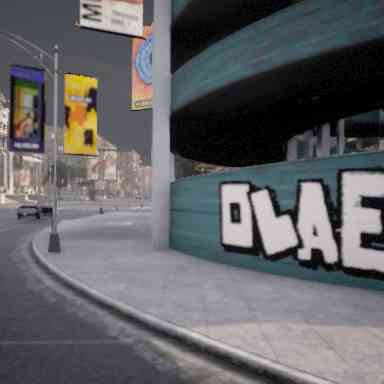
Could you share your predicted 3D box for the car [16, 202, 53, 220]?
[{"bbox_3d":[-13.803,1.621,29.722,2.128,1.511,4.902,0,0,-2],"label":"car"}]
